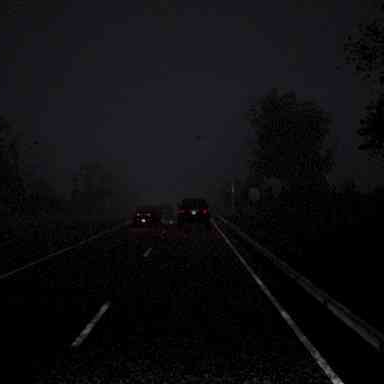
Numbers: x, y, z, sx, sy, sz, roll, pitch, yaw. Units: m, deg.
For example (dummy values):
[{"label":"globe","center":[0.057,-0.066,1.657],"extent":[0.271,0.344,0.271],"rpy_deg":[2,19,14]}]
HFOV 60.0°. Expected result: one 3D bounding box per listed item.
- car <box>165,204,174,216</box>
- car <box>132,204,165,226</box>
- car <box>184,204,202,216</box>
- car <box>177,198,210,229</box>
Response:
[{"label":"car","center":[-3.375,2.350,42.646],"extent":[2.128,1.511,4.902],"rpy_deg":[0,-4,0]},{"label":"car","center":[-3.392,1.773,25.731],"extent":[1.837,1.490,4.892],"rpy_deg":[0,0,0]},{"label":"car","center":[0.128,2.376,42.229],"extent":[2.033,1.411,5.357],"rpy_deg":[0,-4,0]},{"label":"car","center":[0.115,1.463,23.617],"extent":[2.150,2.045,5.566],"rpy_deg":[0,-1,0]}]
